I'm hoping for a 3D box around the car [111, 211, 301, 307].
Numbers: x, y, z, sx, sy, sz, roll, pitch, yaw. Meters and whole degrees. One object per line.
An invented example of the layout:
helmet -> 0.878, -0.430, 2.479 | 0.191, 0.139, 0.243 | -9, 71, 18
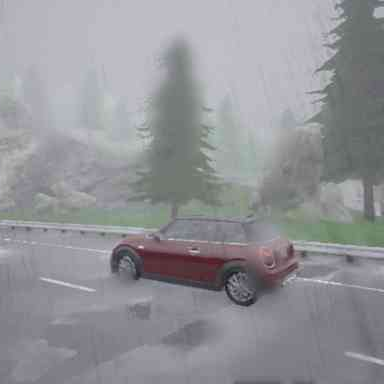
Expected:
car -> 0.149, 1.310, 8.102 | 4.553, 1.767, 2.097 | 0, 1, 33
